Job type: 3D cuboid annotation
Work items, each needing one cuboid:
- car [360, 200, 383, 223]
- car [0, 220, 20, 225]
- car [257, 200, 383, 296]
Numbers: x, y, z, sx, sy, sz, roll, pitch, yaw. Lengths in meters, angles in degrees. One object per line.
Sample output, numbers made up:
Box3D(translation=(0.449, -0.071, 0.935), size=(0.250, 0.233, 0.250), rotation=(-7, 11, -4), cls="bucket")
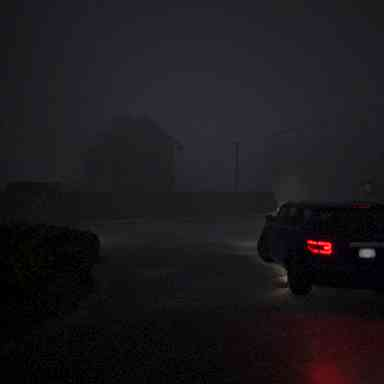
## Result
Box3D(translation=(15.266, 1.476, 26.237), size=(5.008, 1.535, 1.882), rotation=(0, 1, -41), cls="car")
Box3D(translation=(-9.507, 1.483, 13.538), size=(5.008, 1.535, 1.882), rotation=(0, 0, -25), cls="car")
Box3D(translation=(3.321, 1.222, 8.832), size=(2.150, 2.045, 5.566), rotation=(0, 0, 2), cls="car")
